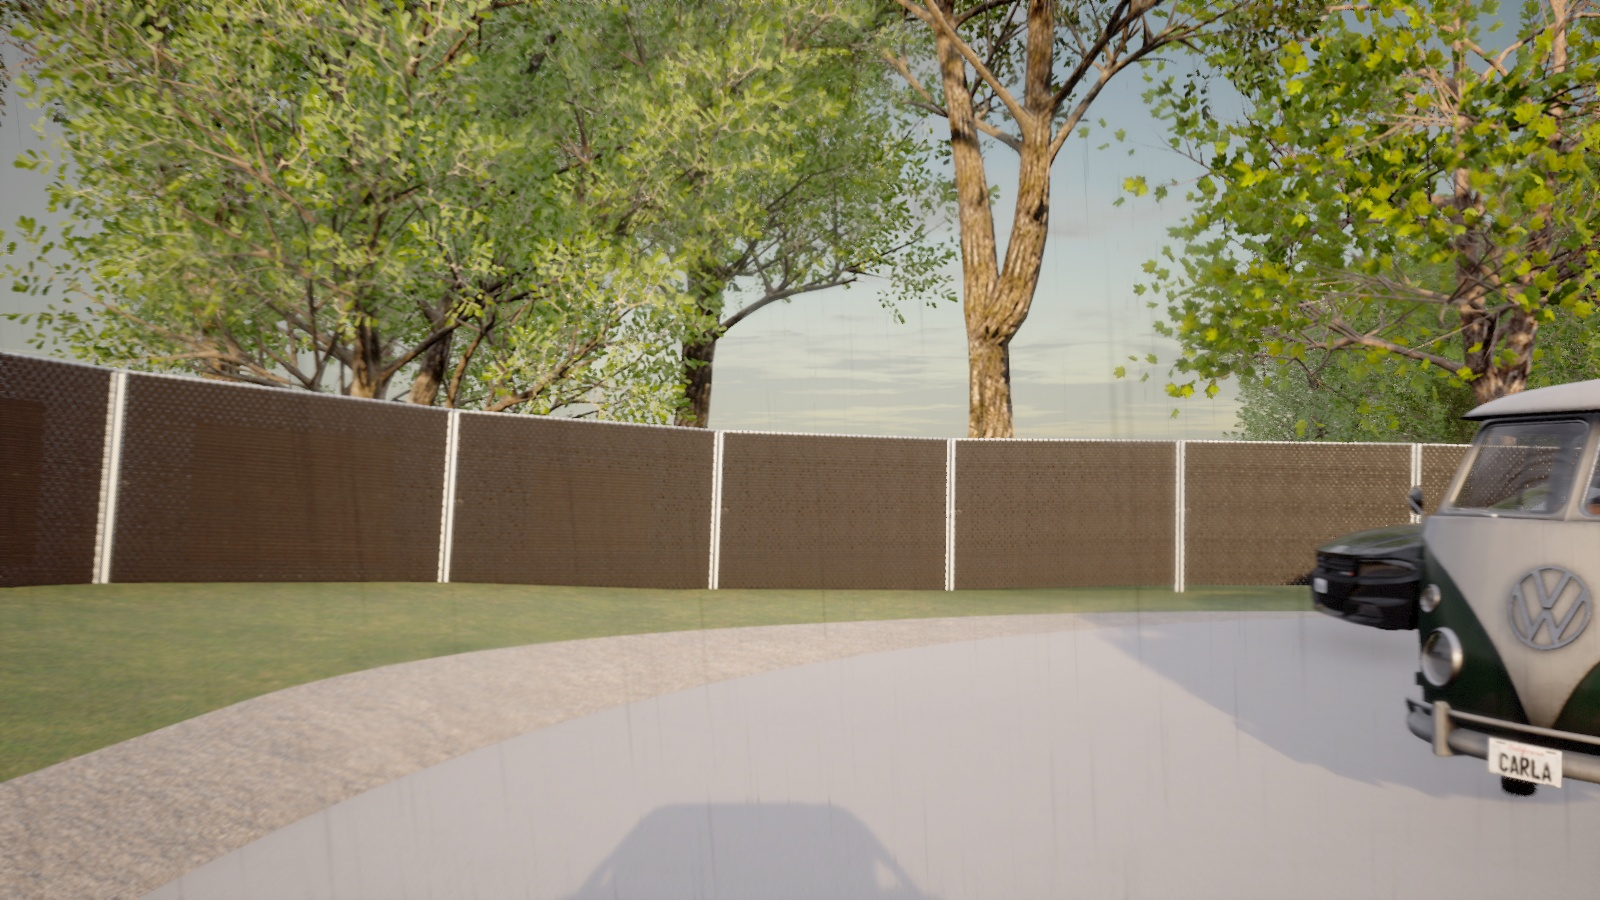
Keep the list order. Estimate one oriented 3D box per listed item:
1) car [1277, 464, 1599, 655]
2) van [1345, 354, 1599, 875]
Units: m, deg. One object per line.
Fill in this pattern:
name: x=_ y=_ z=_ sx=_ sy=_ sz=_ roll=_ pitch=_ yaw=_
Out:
car: x=7.065 y=0.893 z=11.063 sx=5.008 sy=1.535 sz=1.882 roll=0 pitch=0 yaw=4
van: x=4.890 y=0.645 z=6.058 sx=4.442 sy=1.987 sz=1.775 roll=0 pitch=-1 yaw=-29
